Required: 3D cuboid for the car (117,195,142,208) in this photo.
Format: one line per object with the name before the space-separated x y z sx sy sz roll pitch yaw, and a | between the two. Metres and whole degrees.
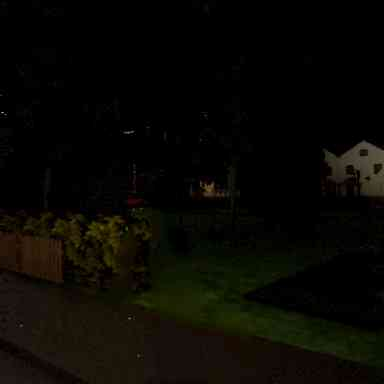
car | -10.112 1.560 51.261 2.150 2.045 5.566 -1 -1 37
